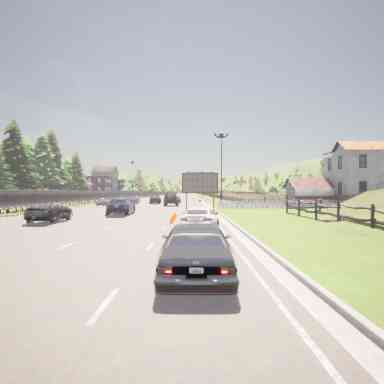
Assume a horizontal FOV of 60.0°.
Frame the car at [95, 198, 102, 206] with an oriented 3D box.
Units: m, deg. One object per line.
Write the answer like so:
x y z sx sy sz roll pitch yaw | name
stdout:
-13.817 1.601 52.923 1.895 1.301 4.718 0 0 0 | car

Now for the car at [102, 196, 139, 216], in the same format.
-6.849 1.353 32.324 2.097 1.767 4.553 0 0 0 | car

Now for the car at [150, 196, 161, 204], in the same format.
-6.802 1.478 62.455 1.882 1.535 5.008 0 -1 0 | car

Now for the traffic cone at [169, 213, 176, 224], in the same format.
-1.451 1.955 23.209 0.340 0.580 0.340 0 0 0 | traffic cone

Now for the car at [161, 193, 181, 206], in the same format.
-3.316 1.221 53.390 2.150 2.045 5.566 0 0 0 | car

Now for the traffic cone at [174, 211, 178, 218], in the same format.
-1.448 1.955 25.209 0.340 0.580 0.340 0 0 0 | traffic cone

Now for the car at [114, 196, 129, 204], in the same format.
-13.798 1.505 65.161 1.837 1.490 4.892 0 0 0 | car

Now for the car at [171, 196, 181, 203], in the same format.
-3.292 1.564 68.605 1.994 1.385 4.181 0 0 0 | car

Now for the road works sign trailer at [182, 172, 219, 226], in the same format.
0.524 0.464 22.080 2.380 3.560 2.880 0 0 -3 | road works sign trailer

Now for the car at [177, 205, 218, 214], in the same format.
0.437 1.541 18.468 1.812 1.442 4.674 -1 -1 7 | car

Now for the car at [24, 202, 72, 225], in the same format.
-10.362 1.491 24.312 2.128 1.511 4.902 0 0 0 | car

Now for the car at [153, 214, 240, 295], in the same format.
0.112 1.547 8.852 2.033 1.411 5.357 0 0 1 | car
